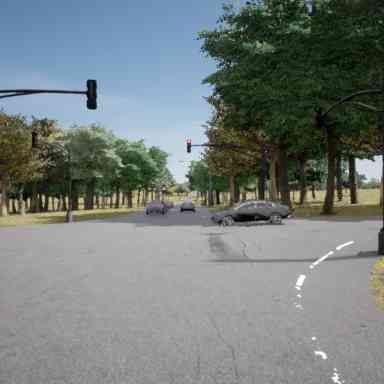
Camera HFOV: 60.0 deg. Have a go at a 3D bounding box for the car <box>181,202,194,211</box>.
[{"bbox_3d":[-0.658,2.114,48.894,1.994,1.385,4.181,0,-1,-1],"label":"car"}]

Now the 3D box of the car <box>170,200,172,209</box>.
[{"bbox_3d":[-4.337,2.144,48.450,1.895,1.301,4.718,0,-1,-1],"label":"car"}]

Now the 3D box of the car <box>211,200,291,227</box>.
[{"bbox_3d":[3.633,1.321,20.848,4.902,1.511,2.128,-3,-2,2],"label":"car"}]

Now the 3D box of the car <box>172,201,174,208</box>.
[{"bbox_3d":[-4.554,2.274,58.256,2.033,1.411,5.357,0,-1,-1],"label":"car"}]

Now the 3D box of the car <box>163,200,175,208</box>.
[{"bbox_3d":[-4.708,2.458,68.265,2.128,1.511,4.902,0,-2,-1],"label":"car"}]

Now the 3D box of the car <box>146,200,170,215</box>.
[{"bbox_3d":[-4.172,1.739,39.448,2.097,1.767,4.553,0,-1,0],"label":"car"}]
